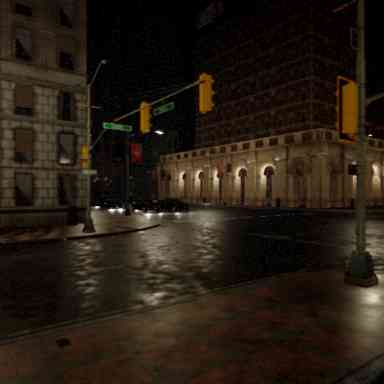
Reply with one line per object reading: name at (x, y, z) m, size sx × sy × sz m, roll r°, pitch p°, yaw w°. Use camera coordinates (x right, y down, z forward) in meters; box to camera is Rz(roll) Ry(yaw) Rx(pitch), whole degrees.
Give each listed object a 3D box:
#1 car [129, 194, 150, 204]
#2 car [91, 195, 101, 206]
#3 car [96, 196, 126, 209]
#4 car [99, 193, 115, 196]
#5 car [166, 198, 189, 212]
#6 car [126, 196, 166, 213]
car at (-9.976, 1.352, 62.364) m, size 2.097 × 1.767 × 4.553 m, roll 0°, pitch 0°, yaw -35°
car at (-16.983, 1.478, 53.994) m, size 1.882 × 1.535 × 5.008 m, roll 0°, pitch 0°, yaw -35°
car at (-11.117, 1.564, 45.604) m, size 1.994 × 1.385 × 4.181 m, roll 0°, pitch 0°, yaw -35°
car at (-14.111, 1.222, 56.023) m, size 2.150 × 2.045 × 5.566 m, roll 0°, pitch 0°, yaw -35°
car at (-2.265, 1.477, 39.240) m, size 1.882 × 1.535 × 5.008 m, roll 0°, pitch 0°, yaw -36°
car at (-5.310, 1.505, 37.476) m, size 1.837 × 1.490 × 4.892 m, roll 0°, pitch 0°, yaw -36°
